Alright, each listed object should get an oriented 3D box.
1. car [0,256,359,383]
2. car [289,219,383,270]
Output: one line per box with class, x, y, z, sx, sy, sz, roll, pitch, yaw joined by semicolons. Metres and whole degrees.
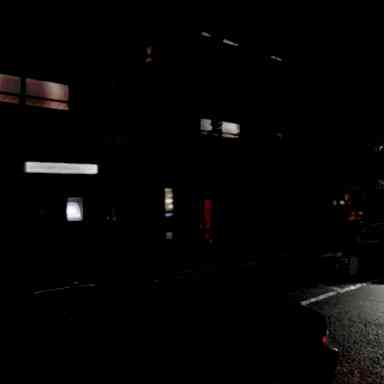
car;-1.013;1.546;2.655;5.357;1.411;2.033;0;0;-35
car;4.756;1.530;9.957;4.403;1.369;2.008;0;0;-35
